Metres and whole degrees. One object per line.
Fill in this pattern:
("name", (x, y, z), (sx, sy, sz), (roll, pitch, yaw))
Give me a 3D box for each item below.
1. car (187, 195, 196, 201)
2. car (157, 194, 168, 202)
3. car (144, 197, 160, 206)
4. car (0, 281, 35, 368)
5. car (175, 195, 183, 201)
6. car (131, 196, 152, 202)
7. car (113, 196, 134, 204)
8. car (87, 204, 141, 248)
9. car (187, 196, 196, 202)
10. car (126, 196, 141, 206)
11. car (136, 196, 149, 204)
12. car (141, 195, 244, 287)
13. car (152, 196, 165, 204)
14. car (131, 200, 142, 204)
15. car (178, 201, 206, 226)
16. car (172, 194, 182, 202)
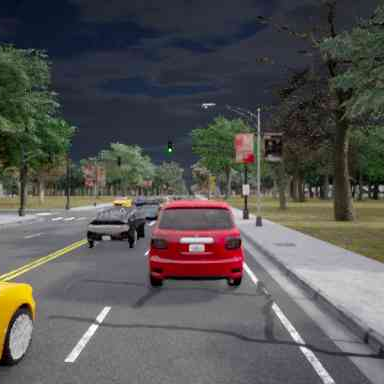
("car", (-0.113, 1.454, 86.639), (2.128, 1.511, 4.902), (0, 0, 0))
("car", (-6.599, 1.377, 75.863), (2.097, 1.767, 4.553), (0, 0, 0))
("car", (-6.660, 1.561, 55.500), (2.033, 1.411, 5.357), (0, 0, 0))
("car", (-3.153, 1.477, 2.733), (1.882, 1.535, 5.008), (0, 0, 0))
("car", (-3.363, 1.524, 86.665), (1.895, 1.301, 4.718), (0, 0, 0))
("car", (-6.658, 1.609, 45.893), (1.895, 1.301, 4.718), (0, 0, 0))
("car", (-9.899, 1.486, 47.336), (1.882, 1.535, 5.008), (0, 0, 0))
("car", (-3.167, 1.491, 14.717), (2.128, 1.511, 4.902), (0, 0, 0))
("car", (-0.099, 1.575, 76.223), (2.033, 1.411, 5.357), (0, 0, 0))
("car", (-9.906, 1.520, 56.635), (1.837, 1.490, 4.892), (0, 0, 0))
("car", (-9.858, 1.530, 66.634), (1.837, 1.490, 4.892), (0, 0, 0))
("car", (0.089, 1.222, 9.472), (2.150, 2.045, 5.566), (0, 0, 0))
("car", (-6.620, 1.571, 65.630), (2.033, 1.411, 5.357), (0, 0, 0))
("car", (-3.184, 1.565, 25.604), (1.994, 1.385, 4.181), (0, 0, 0))
("car", (0.019, 1.478, 24.416), (1.882, 1.535, 5.008), (0, 0, 0))
("car", (-3.350, 1.391, 76.606), (2.097, 1.767, 4.553), (0, 0, 0))
